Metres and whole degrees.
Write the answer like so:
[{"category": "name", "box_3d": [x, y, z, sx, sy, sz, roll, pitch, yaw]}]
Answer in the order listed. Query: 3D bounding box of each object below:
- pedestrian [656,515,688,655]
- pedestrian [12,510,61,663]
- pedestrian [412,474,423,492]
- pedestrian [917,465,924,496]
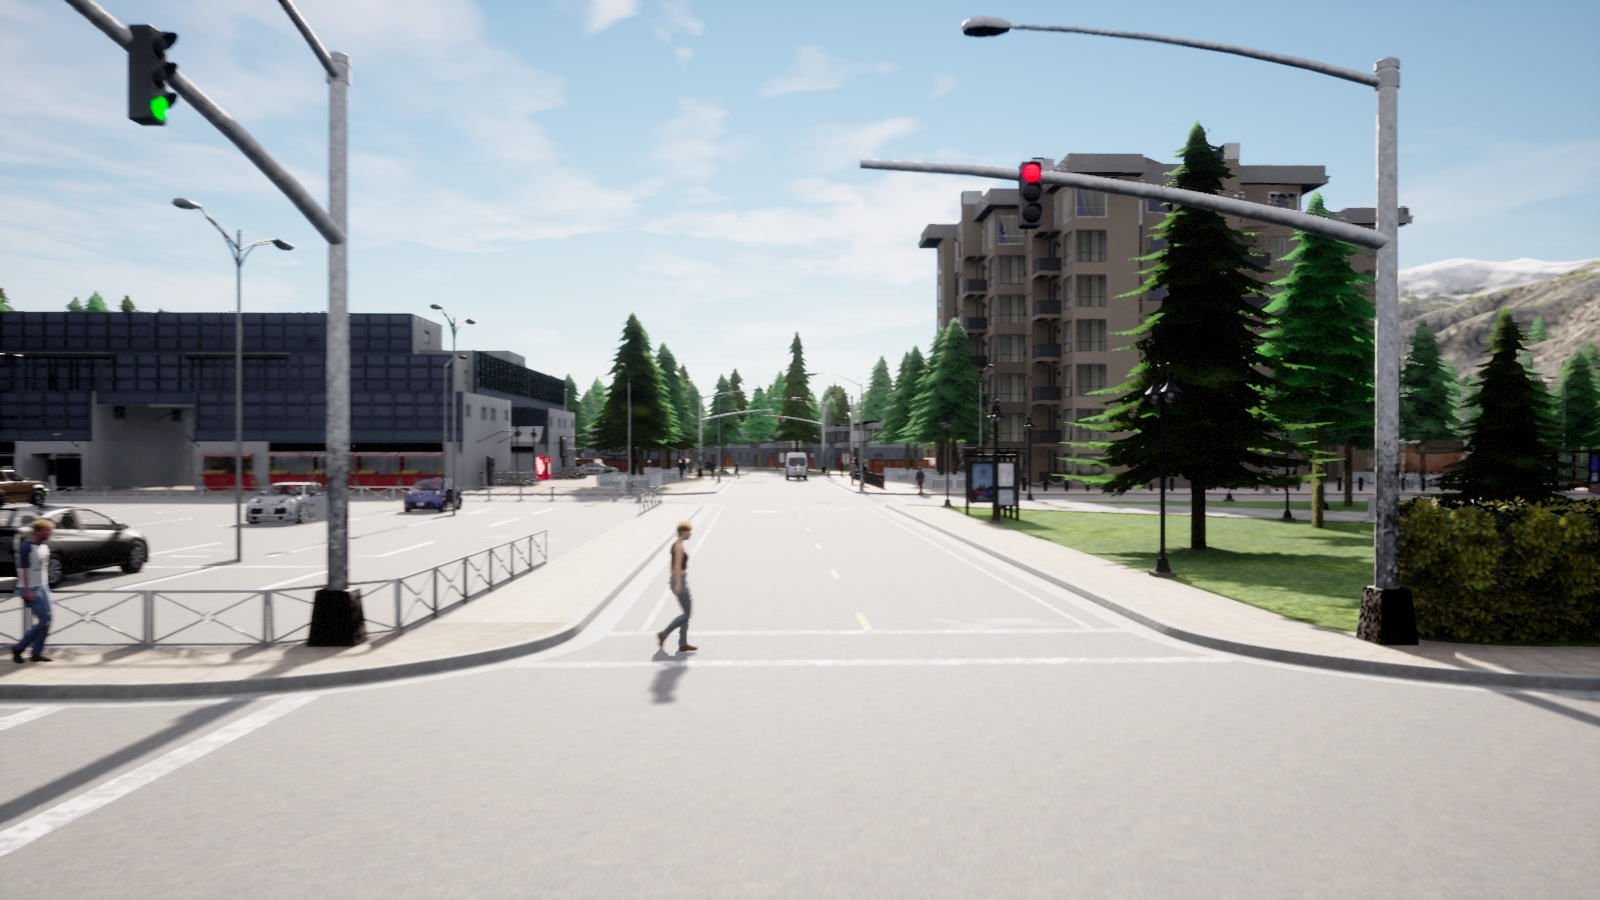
[{"category": "pedestrian", "box_3d": [-1.763, 1.843, 15.710, 0.375, 1.860, 0.375, 0, 0, -15]}, {"category": "pedestrian", "box_3d": [-9.508, 1.687, 14.233, 0.375, 1.860, 0.375, 0, 0, -3]}, {"category": "pedestrian", "box_3d": [-23.662, 2.044, 70.679, 0.500, 1.100, 0.500, 0, 0, -3]}, {"category": "pedestrian", "box_3d": [7.248, 1.833, 68.749, 0.375, 1.860, 0.375, 0, 0, -9]}]
